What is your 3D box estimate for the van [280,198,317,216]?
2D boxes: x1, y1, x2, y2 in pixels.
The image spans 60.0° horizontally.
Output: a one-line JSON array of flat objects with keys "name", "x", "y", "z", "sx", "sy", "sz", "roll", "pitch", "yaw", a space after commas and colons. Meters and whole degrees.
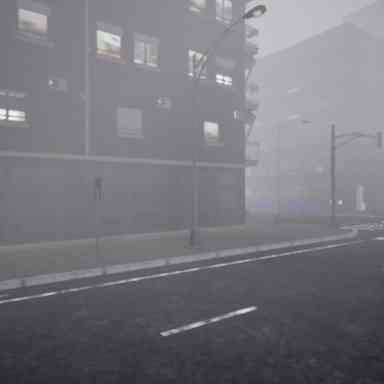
[{"name": "van", "x": 11.343, "y": 1.556, "z": 35.583, "sx": 1.690, "sy": 1.788, "sz": 3.998, "roll": -1, "pitch": 0, "yaw": -36}]

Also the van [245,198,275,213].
[{"name": "van", "x": 8.027, "y": 1.629, "z": 40.099, "sx": 1.690, "sy": 1.788, "sz": 3.998, "roll": -1, "pitch": 0, "yaw": -36}]

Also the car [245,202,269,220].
[{"name": "car", "x": 4.604, "y": 1.840, "z": 30.665, "sx": 1.802, "sy": 1.307, "sz": 4.206, "roll": -1, "pitch": 0, "yaw": -36}]
